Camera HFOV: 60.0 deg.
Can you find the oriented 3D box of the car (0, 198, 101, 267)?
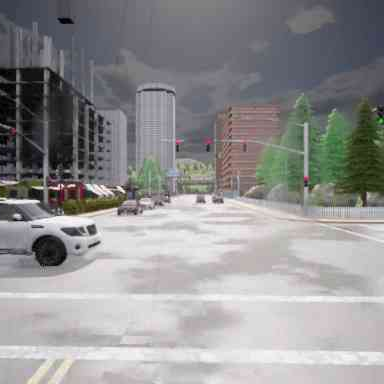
[{"bbox_3d":[-5.921,1.222,11.008,5.566,2.045,2.150,0,0,3],"label":"car"}]

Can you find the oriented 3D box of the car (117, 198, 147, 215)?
[{"bbox_3d":[-6.170,1.523,33.672,1.812,1.442,4.674,0,0,2],"label":"car"}]

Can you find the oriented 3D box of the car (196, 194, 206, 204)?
[{"bbox_3d":[1.734,1.596,65.482,1.895,1.301,4.718,0,0,1],"label":"car"}]

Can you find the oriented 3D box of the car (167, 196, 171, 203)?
[{"bbox_3d":[-5.296,1.559,65.694,1.994,1.385,4.181,0,0,2],"label":"car"}]

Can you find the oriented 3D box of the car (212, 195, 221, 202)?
[{"bbox_3d":[5.460,1.416,74.610,1.895,1.301,4.718,0,0,1],"label":"car"}]

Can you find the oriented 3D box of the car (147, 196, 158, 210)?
[{"bbox_3d":[-5.925,1.523,42.849,1.812,1.442,4.674,0,0,2],"label":"car"}]

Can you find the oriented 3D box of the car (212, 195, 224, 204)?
[{"bbox_3d":[5.241,1.521,65.714,1.812,1.442,4.674,0,0,1],"label":"car"}]

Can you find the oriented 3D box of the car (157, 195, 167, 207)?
[{"bbox_3d":[-5.672,1.350,52.765,2.097,1.767,4.553,0,0,2],"label":"car"}]

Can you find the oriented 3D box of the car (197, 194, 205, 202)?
[{"bbox_3d":[1.960,1.321,74.667,1.837,1.490,4.892,0,0,1],"label":"car"}]
